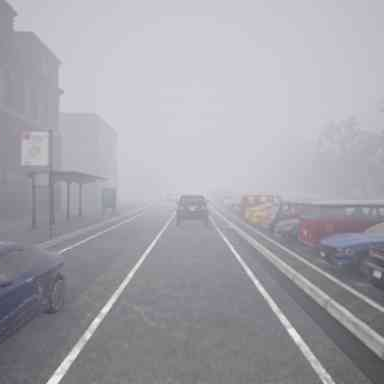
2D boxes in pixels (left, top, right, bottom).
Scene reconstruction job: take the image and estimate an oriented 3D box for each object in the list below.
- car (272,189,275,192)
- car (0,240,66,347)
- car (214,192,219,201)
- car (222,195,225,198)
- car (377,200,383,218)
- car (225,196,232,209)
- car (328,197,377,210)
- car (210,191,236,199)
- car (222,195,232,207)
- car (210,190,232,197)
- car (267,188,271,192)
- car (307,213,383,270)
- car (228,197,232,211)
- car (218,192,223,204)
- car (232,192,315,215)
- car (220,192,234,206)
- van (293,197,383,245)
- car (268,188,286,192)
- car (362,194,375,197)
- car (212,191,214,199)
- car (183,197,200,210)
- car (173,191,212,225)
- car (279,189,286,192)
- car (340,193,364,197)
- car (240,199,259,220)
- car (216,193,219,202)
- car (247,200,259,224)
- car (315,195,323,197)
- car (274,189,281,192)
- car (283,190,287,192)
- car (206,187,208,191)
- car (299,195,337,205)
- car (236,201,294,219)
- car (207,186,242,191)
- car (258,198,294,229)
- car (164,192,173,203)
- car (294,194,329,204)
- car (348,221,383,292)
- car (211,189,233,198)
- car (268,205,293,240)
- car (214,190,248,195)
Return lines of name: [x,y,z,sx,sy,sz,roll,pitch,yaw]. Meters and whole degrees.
car: [19.459,0.616,68.059,4.792,1.488,2.163,0,3,0]
car: [-3.365,1.522,4.862,1.812,1.442,4.674,0,0,0]
car: [6.288,1.218,51.302,4.792,1.488,2.163,0,1,0]
car: [6.298,1.444,40.160,4.674,1.452,2.002,0,1,0]
car: [19.349,1.486,29.148,5.008,1.535,2.097,0,0,0]
car: [6.280,1.462,34.582,5.008,1.535,2.097,0,0,0]
car: [19.381,1.402,40.304,5.008,1.535,2.097,0,1,0]
car: [6.345,0.589,68.022,5.008,1.535,2.097,0,2,0]
car: [6.284,1.437,37.371,5.008,1.535,2.097,0,1,0]
car: [6.391,0.343,73.582,4.792,1.488,2.163,0,3,0]
car: [19.444,0.343,73.750,4.674,1.452,2.002,0,3,0]
car: [6.241,1.511,9.526,5.008,1.535,2.097,0,0,0]
car: [6.250,1.508,31.795,4.792,1.488,2.163,0,0,0]
car: [6.338,1.189,45.725,4.553,1.767,2.185,0,1,0]
car: [6.297,1.239,26.225,5.566,2.045,2.435,0,0,0]
car: [6.332,1.238,42.945,4.553,1.767,2.185,0,1,0]
van: [6.358,1.283,12.309,4.442,1.987,1.878,0,0,0]
car: [19.439,0.486,70.969,4.674,1.452,2.002,0,3,0]
car: [19.391,1.352,31.933,4.553,1.767,2.185,0,0,0]
car: [6.305,0.966,59.668,4.792,1.488,2.163,0,2,0]
car: [-0.094,1.401,41.253,1.994,1.385,4.181,0,1,0]
car: [0.011,1.194,23.660,2.150,2.045,5.566,0,0,-1]
car: [19.605,0.826,62.475,5.366,1.575,1.946,0,2,0]
car: [19.399,1.184,37.513,5.566,2.045,2.435,0,1,0]
car: [6.258,1.494,23.443,5.008,1.535,2.097,0,0,0]
car: [6.341,1.285,48.515,4.792,1.488,2.163,0,1,0]
car: [6.443,1.495,20.659,5.366,1.575,1.946,0,0,0]
car: [19.196,1.358,43.094,5.366,1.575,1.946,0,1,0]
car: [19.610,0.709,65.268,5.366,1.575,1.946,0,2,0]
car: [19.385,0.959,59.823,4.792,1.488,2.163,0,2,0]
car: [6.337,0.200,76.363,4.792,1.488,2.163,0,3,0]
car: [19.391,1.189,51.327,4.892,1.521,2.231,0,2,0]
car: [6.271,1.527,29.009,4.674,1.452,2.002,0,0,0]
car: [6.373,0.464,65.220,5.566,2.045,2.435,0,2,0]
car: [6.221,1.376,18.001,4.553,1.767,2.185,0,0,0]
car: [-3.579,0.889,55.805,2.097,1.767,4.553,0,2,0]
car: [19.398,1.108,54.243,5.008,1.535,2.097,0,2,0]
car: [6.225,1.514,6.743,5.008,1.535,2.097,0,0,0]
car: [6.387,0.330,70.792,4.553,1.767,2.185,0,3,0]
car: [6.253,1.507,15.093,4.892,1.521,2.231,0,0,0]
car: [6.292,0.988,54.084,4.553,1.767,2.185,0,2,0]
